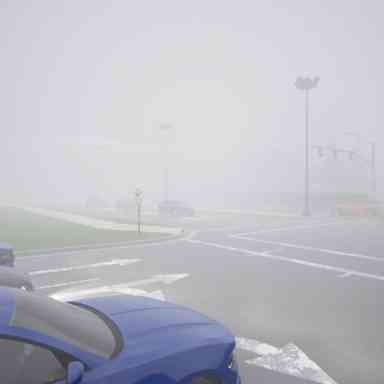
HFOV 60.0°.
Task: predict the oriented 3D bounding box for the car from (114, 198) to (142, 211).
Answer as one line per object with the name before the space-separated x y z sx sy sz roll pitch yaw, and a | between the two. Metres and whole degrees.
car | -7.792 1.491 40.215 2.128 1.511 4.902 0 0 -36

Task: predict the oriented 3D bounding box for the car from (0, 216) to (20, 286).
car | -6.823 1.478 7.496 5.008 1.535 1.882 0 0 -35

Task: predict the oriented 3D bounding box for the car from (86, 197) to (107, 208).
car | -14.069 1.492 48.792 2.128 1.511 4.902 0 0 -36

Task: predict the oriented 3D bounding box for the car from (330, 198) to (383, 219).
car | 14.653 1.352 29.443 2.097 1.767 4.553 0 0 -36

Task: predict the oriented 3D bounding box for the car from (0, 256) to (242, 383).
car | -1.830 1.478 2.455 5.008 1.535 1.882 0 0 -35

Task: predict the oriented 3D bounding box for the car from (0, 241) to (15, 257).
car | -4.551 1.564 4.817 4.181 1.385 1.994 0 0 -35

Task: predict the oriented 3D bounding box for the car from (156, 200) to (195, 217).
car | -1.637 1.505 31.839 1.837 1.490 4.892 0 0 -36
